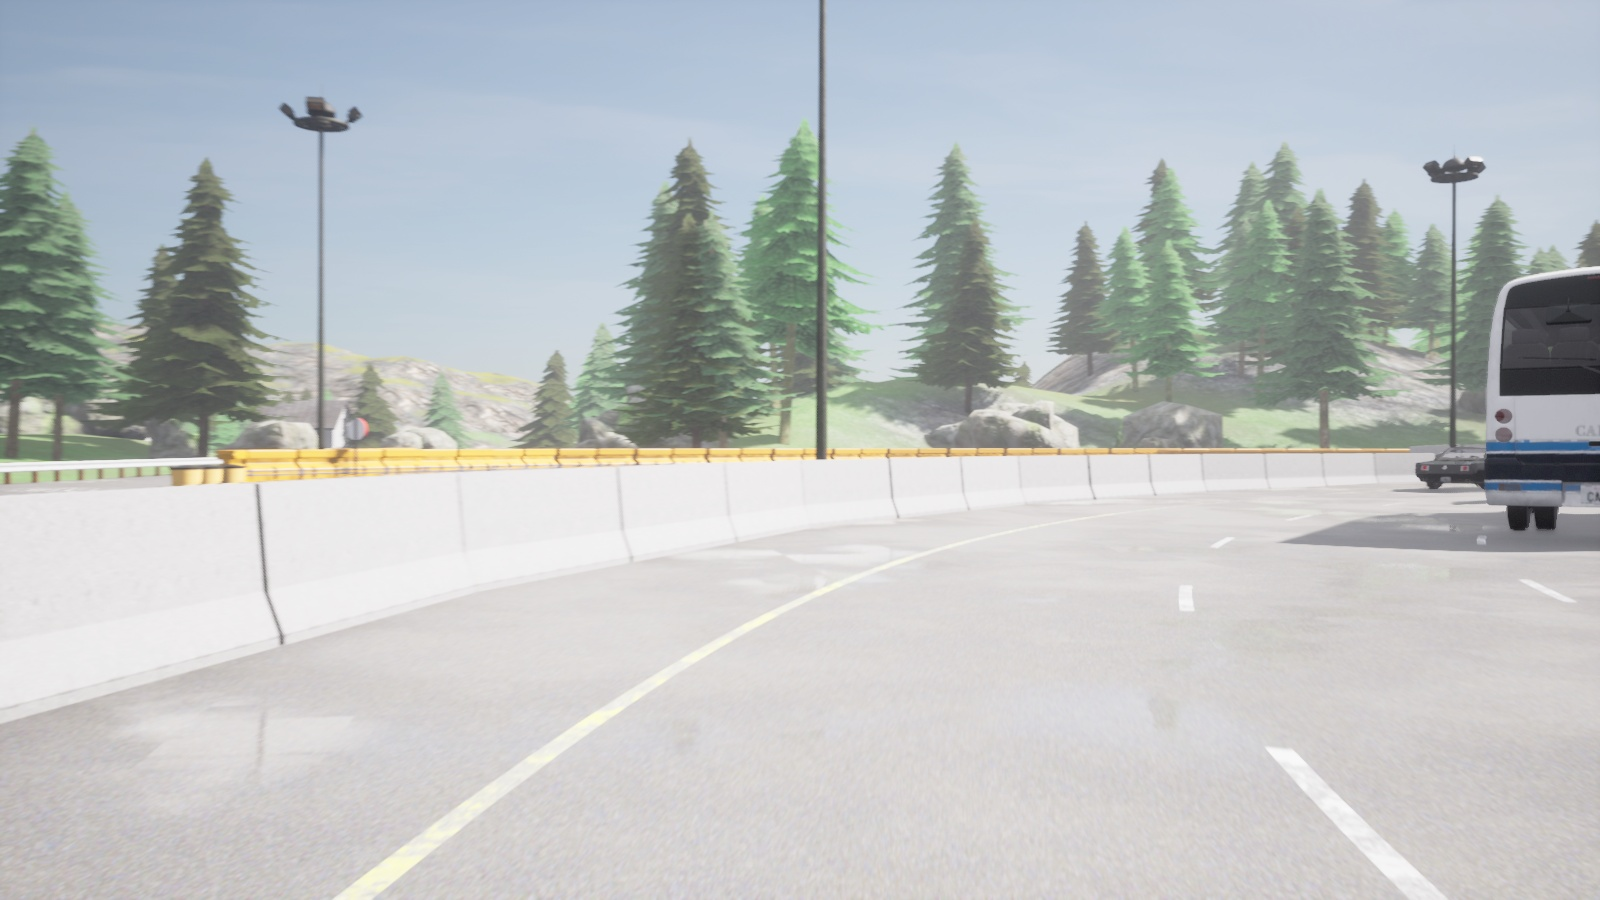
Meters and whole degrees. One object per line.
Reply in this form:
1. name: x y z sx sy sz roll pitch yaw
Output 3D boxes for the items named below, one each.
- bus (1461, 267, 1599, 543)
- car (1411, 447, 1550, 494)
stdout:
1. bus: 15.239 -0.704 23.564 3.944 4.253 10.273 0 0 34
2. car: 21.026 0.587 38.729 4.718 1.301 1.895 -1 1 -36
